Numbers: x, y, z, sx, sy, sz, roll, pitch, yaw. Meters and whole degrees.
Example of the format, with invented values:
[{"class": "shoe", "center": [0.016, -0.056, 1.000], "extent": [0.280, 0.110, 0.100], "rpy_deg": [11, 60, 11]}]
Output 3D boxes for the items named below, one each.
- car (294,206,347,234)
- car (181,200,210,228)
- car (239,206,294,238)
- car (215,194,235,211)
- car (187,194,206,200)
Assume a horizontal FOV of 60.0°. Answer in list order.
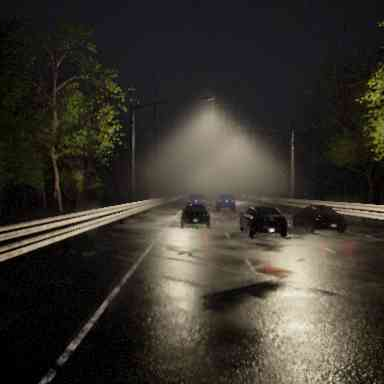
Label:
[{"class": "car", "center": [7.196, 1.525, 19.143], "extent": [1.812, 1.442, 4.674], "rpy_deg": [0, 0, 0]}, {"class": "car", "center": [0.234, 1.521, 22.213], "extent": [1.812, 1.442, 4.674], "rpy_deg": [0, 0, 1]}, {"class": "car", "center": [3.696, 1.503, 17.749], "extent": [1.837, 1.490, 4.892], "rpy_deg": [0, 0, 1]}, {"class": "car", "center": [4.031, 1.212, 40.825], "extent": [2.150, 2.045, 5.566], "rpy_deg": [0, 0, 1]}, {"class": "car", "center": [0.531, 1.211, 40.846], "extent": [2.150, 2.045, 5.566], "rpy_deg": [0, 0, 1]}]
